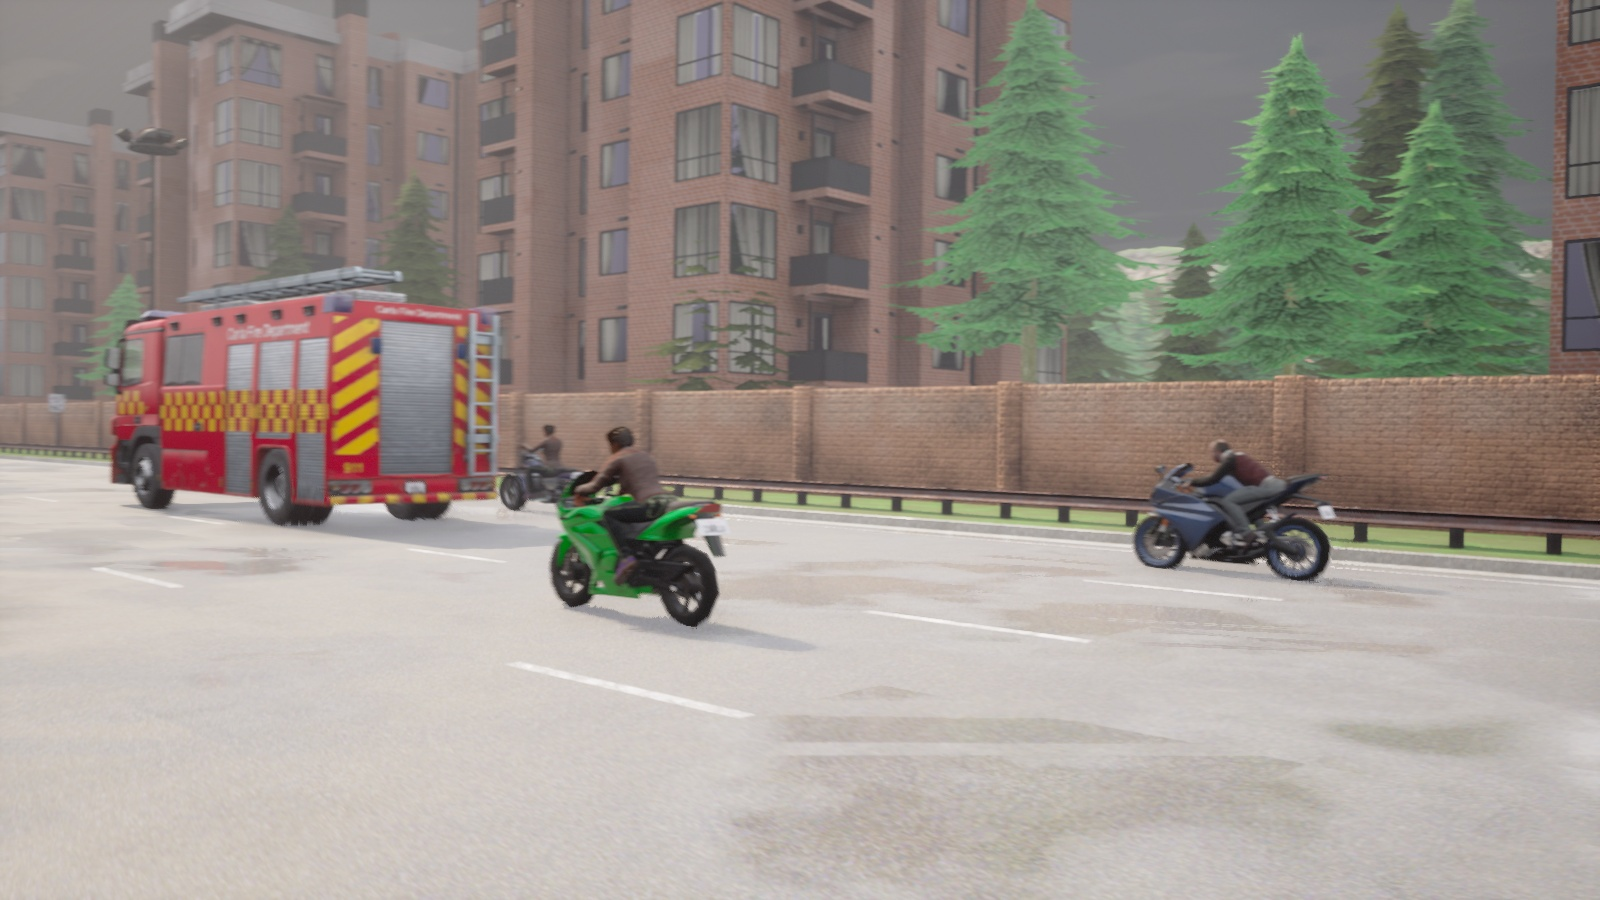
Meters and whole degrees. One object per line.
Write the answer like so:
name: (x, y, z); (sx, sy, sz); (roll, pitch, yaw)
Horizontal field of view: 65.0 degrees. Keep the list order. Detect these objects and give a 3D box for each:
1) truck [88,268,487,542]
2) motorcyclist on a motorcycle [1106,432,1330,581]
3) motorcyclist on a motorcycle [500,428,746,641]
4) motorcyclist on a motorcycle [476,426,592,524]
truck: (-9.041, -0.670, 21.475); (8.468, 3.827, 2.891); (0, 1, 42)
motorcyclist on a motorcycle: (4.601, 0.570, 13.930); (2.191, 1.530, 0.866); (0, 1, 42)
motorcyclist on a motorcycle: (-1.441, 0.593, 9.949); (2.044, 1.523, 0.797); (0, 1, 42)
motorcyclist on a motorcycle: (-4.758, 0.416, 22.348); (2.350, 1.649, 0.766); (0, 1, 42)
